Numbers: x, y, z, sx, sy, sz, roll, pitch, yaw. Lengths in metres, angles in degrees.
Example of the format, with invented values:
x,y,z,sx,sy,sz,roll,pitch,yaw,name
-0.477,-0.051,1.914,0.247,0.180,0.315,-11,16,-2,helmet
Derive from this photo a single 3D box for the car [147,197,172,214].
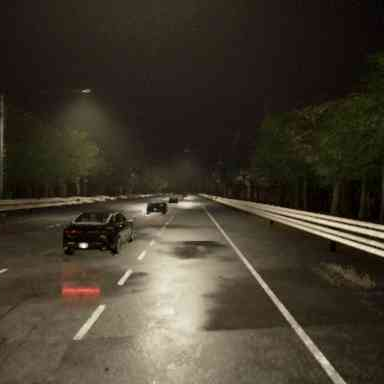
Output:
x,y,z,sx,sy,sz,roll,pitch,yaw,name
-3.509,1.463,34.277,2.128,1.511,4.902,1,0,0,car

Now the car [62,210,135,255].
x,y,z,sx,sy,sz,roll,pitch,yaw,name
-3.491,1.469,13.141,1.837,1.490,4.892,1,0,0,car

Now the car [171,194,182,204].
x,y,z,sx,sy,sz,roll,pitch,yaw,name
-3.535,1.559,64.264,2.033,1.411,5.357,1,0,0,car

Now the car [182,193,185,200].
x,y,z,sx,sy,sz,roll,pitch,yaw,name
-3.556,1.511,91.766,1.882,1.535,5.008,1,0,0,car
